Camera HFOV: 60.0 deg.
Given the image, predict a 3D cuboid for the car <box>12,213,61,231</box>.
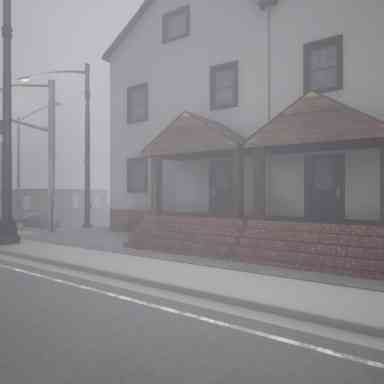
[{"bbox_3d":[-13.840,2.564,28.832,1.837,1.490,4.892,0,-9,36],"label":"car"}]
